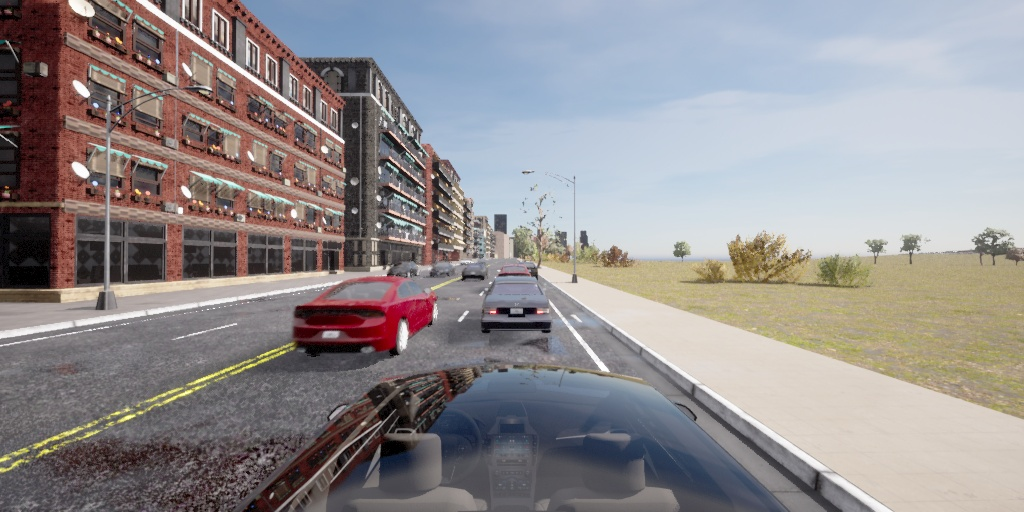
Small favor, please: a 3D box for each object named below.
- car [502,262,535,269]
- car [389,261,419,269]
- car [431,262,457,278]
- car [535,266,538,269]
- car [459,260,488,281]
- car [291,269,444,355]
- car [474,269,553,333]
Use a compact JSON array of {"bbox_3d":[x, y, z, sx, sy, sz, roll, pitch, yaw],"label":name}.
[{"bbox_3d":[0.128,1.231,21.212,1.882,1.535,5.008,0,0,0],"label":"car"},{"bbox_3d":[-9.810,1.258,32.533,1.837,1.490,4.892,0,0,0],"label":"car"},{"bbox_3d":[-6.543,1.279,34.215,1.812,1.442,4.674,0,0,0],"label":"car"},{"bbox_3d":[1.176,1.232,30.650,1.882,1.535,5.008,0,0,0],"label":"car"},{"bbox_3d":[-3.111,1.318,30.669,1.994,1.385,4.181,0,0,0],"label":"car"},{"bbox_3d":[-3.143,1.229,8.705,1.882,1.535,5.008,0,0,0],"label":"car"},{"bbox_3d":[0.111,1.299,10.672,2.033,1.411,5.357,0,0,0],"label":"car"}]
